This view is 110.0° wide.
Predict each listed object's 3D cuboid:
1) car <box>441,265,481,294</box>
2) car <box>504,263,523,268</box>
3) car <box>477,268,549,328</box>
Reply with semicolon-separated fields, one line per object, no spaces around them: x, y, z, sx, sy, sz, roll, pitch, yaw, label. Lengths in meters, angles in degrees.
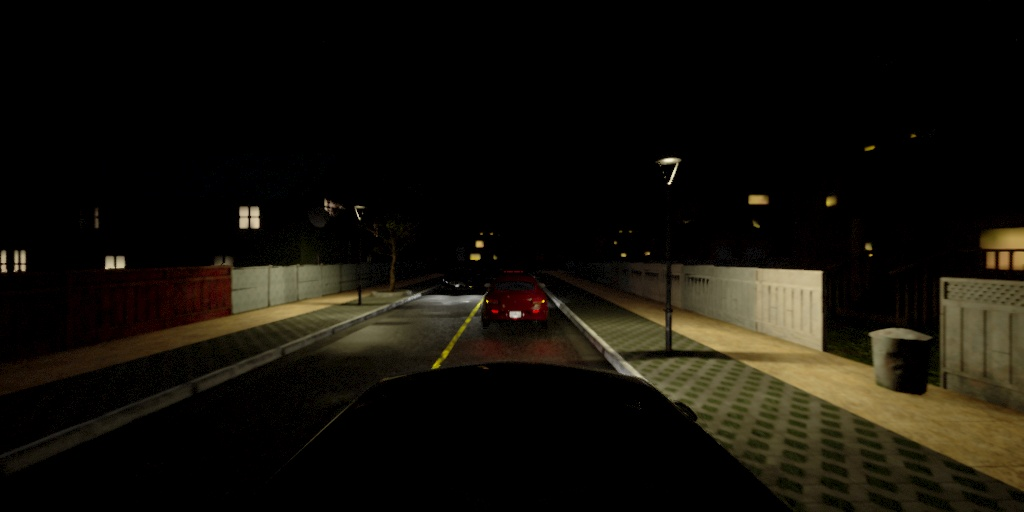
-2.835;1.296;20.905;1.837;1.490;4.892;0;0;0;car
0.108;1.323;28.560;1.837;1.490;4.892;0;0;0;car
0.093;1.292;11.272;1.812;1.442;4.674;0;0;0;car
